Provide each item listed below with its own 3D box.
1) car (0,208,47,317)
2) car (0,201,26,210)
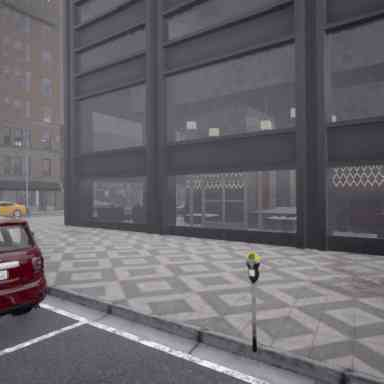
[{"bbox_3d":[-4.778,1.316,6.267,5.009,1.841,2.192,0,-1,35],"label":"car"},{"bbox_3d":[-18.286,1.641,31.184,1.882,1.535,5.008,-1,-1,36],"label":"car"}]
